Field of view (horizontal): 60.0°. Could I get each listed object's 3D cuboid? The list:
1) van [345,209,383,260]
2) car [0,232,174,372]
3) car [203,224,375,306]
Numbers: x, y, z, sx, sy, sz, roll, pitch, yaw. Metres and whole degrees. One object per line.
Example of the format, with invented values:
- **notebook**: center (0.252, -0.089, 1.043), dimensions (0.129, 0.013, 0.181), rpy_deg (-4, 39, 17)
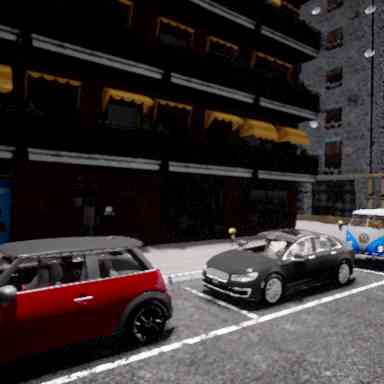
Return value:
- **van**: center (6.908, 1.476, 11.431), dimensions (3.998, 1.788, 1.690), rpy_deg (1, 1, -35)
- **car**: center (-2.366, 1.448, 4.813), dimensions (4.097, 1.590, 1.967), rpy_deg (1, 1, -35)
- **car**: center (2.268, 1.622, 8.124), dimensions (4.403, 1.369, 2.008), rpy_deg (1, 1, -35)
